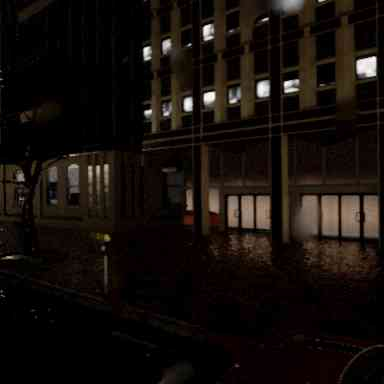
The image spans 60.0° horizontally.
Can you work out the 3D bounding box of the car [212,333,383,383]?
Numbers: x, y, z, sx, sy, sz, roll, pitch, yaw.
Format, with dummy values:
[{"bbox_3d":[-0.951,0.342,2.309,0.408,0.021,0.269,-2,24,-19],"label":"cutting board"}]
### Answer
[{"bbox_3d":[1.811,1.440,1.592,4.097,1.590,1.967,0,-1,36],"label":"car"}]
